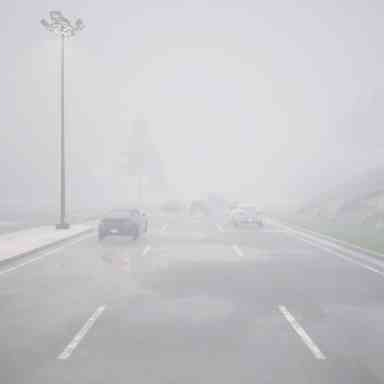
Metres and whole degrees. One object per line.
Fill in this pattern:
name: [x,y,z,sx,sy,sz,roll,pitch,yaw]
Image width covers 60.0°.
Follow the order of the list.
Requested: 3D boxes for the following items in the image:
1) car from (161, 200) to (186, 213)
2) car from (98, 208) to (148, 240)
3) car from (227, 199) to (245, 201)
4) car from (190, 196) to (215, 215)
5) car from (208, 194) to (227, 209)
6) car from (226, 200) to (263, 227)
car: [-2.022,1.564,37.333,1.994,1.385,4.181,0,0,12]
car: [-3.402,1.526,16.839,1.812,1.442,4.674,0,0,0]
car: [5.745,1.526,39.851,1.812,1.442,4.674,0,0,15]
car: [0.930,1.505,34.319,1.837,1.490,4.892,0,0,9]
car: [3.415,1.221,44.498,2.150,2.045,5.566,0,0,16]
car: [3.629,1.526,22.880,1.812,1.442,4.674,0,0,1]
